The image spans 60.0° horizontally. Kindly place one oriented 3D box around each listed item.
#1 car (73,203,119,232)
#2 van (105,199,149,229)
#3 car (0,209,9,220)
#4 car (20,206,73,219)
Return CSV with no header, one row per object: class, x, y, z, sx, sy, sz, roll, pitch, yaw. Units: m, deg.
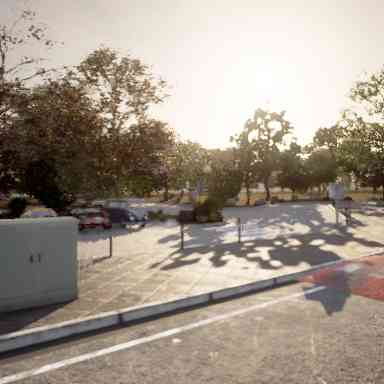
car,-6.938,1.684,21.826,2.163,1.488,4.792,1,0,-36
van,-4.595,1.453,23.321,1.878,1.987,4.442,1,0,-36
car,-11.454,1.636,18.597,2.163,1.488,4.792,1,0,-36
car,-9.072,1.628,20.036,1.946,1.575,5.366,1,0,-36
